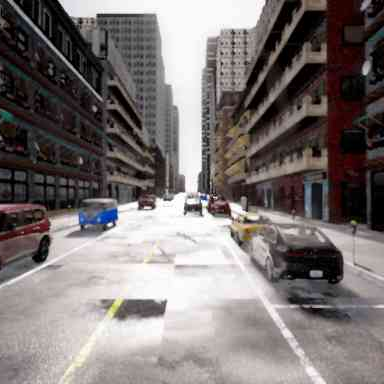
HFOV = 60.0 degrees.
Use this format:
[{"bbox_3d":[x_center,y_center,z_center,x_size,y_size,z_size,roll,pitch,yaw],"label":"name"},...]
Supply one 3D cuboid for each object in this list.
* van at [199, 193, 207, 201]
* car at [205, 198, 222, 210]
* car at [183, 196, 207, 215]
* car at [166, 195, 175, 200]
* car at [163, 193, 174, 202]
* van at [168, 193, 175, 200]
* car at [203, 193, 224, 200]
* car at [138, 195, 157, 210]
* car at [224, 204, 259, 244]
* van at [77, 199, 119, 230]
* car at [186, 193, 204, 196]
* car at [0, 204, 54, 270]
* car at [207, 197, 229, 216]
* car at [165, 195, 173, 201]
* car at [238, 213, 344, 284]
[{"bbox_3d":[2.733,1.226,81.434,1.690,1.788,3.998,1,0,0],"label":"van"},{"bbox_3d":[2.717,1.527,42.651,1.802,1.307,4.206,1,0,0],"label":"car"},{"bbox_3d":[0.110,1.448,33.019,2.128,1.511,4.902,0,0,0],"label":"car"},{"bbox_3d":[-5.617,1.443,86.923,1.947,1.339,4.313,1,0,0],"label":"car"},{"bbox_3d":[-5.620,1.445,75.843,2.008,1.369,4.403,1,0,0],"label":"car"},{"bbox_3d":[-5.781,1.209,92.464,1.690,1.788,3.998,1,0,0],"label":"van"},{"bbox_3d":[2.720,1.267,37.111,2.192,1.841,5.009,1,0,0],"label":"car"},{"bbox_3d":[-5.659,1.260,42.601,2.192,1.841,5.009,1,0,0],"label":"car"},{"bbox_3d":[2.709,1.507,15.119,1.752,1.417,4.829,1,0,0],"label":"car"},{"bbox_3d":[-5.666,1.316,20.439,1.690,1.788,3.998,1,0,0],"label":"van"},{"bbox_3d":[0.112,1.164,45.969,2.150,2.045,5.566,0,1,0],"label":"car"},{"bbox_3d":[-5.669,1.304,9.358,2.192,1.841,5.009,1,0,0],"label":"car"},{"bbox_3d":[2.714,1.505,31.570,1.887,1.381,4.507,1,0,0],"label":"car"},{"bbox_3d":[-5.619,1.467,81.384,1.802,1.307,4.206,1,0,0],"label":"car"},{"bbox_3d":[2.707,1.539,9.408,2.008,1.369,4.403,1,0,0],"label":"car"}]
